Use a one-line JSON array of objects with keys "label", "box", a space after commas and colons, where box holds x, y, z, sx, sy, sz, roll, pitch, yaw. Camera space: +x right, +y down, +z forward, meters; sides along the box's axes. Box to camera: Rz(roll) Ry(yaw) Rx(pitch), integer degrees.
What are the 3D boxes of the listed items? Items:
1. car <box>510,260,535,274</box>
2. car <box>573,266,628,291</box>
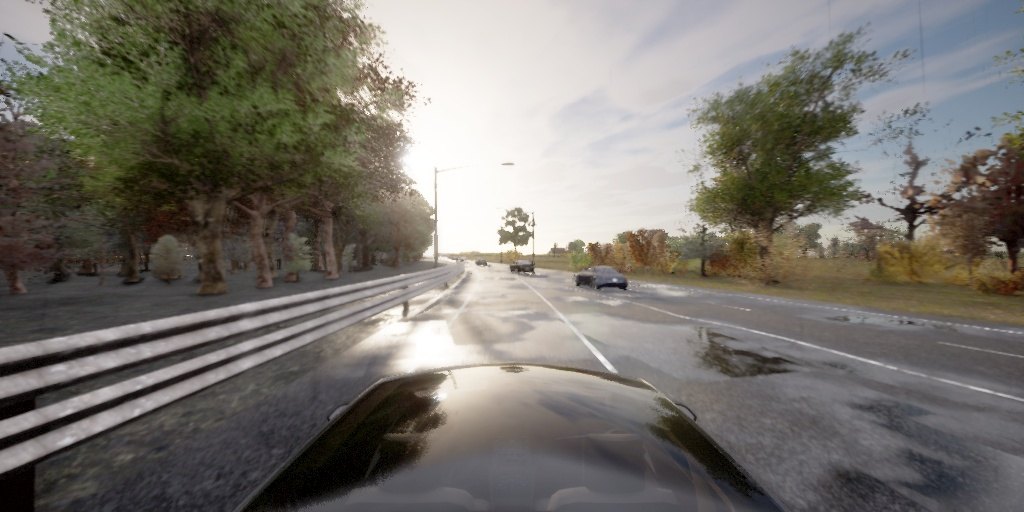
[{"label": "car", "box": [1.055, 1.202, 39.963, 1.882, 1.535, 5.008, 0, 0, -13]}, {"label": "car", "box": [5.305, 1.311, 21.976, 1.994, 1.385, 4.181, 1, 0, -13]}]
